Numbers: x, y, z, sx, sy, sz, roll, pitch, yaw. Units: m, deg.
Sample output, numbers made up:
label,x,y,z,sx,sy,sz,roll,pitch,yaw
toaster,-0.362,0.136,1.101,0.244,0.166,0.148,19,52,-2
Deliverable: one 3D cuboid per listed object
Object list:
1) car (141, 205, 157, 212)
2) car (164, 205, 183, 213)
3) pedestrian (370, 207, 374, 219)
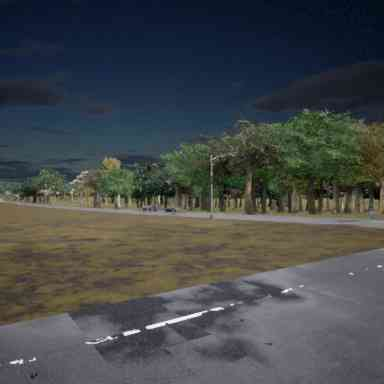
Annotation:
label,x,y,z,sx,sy,sz,roll,pitch,yaw
car,-9.263,3.559,71.755,1.837,1.490,4.892,1,-2,-33
car,-3.494,3.250,63.143,2.128,1.511,4.902,1,-2,-33
pedestrian,19.252,2.203,35.553,0.375,1.300,0.375,-2,1,-33
